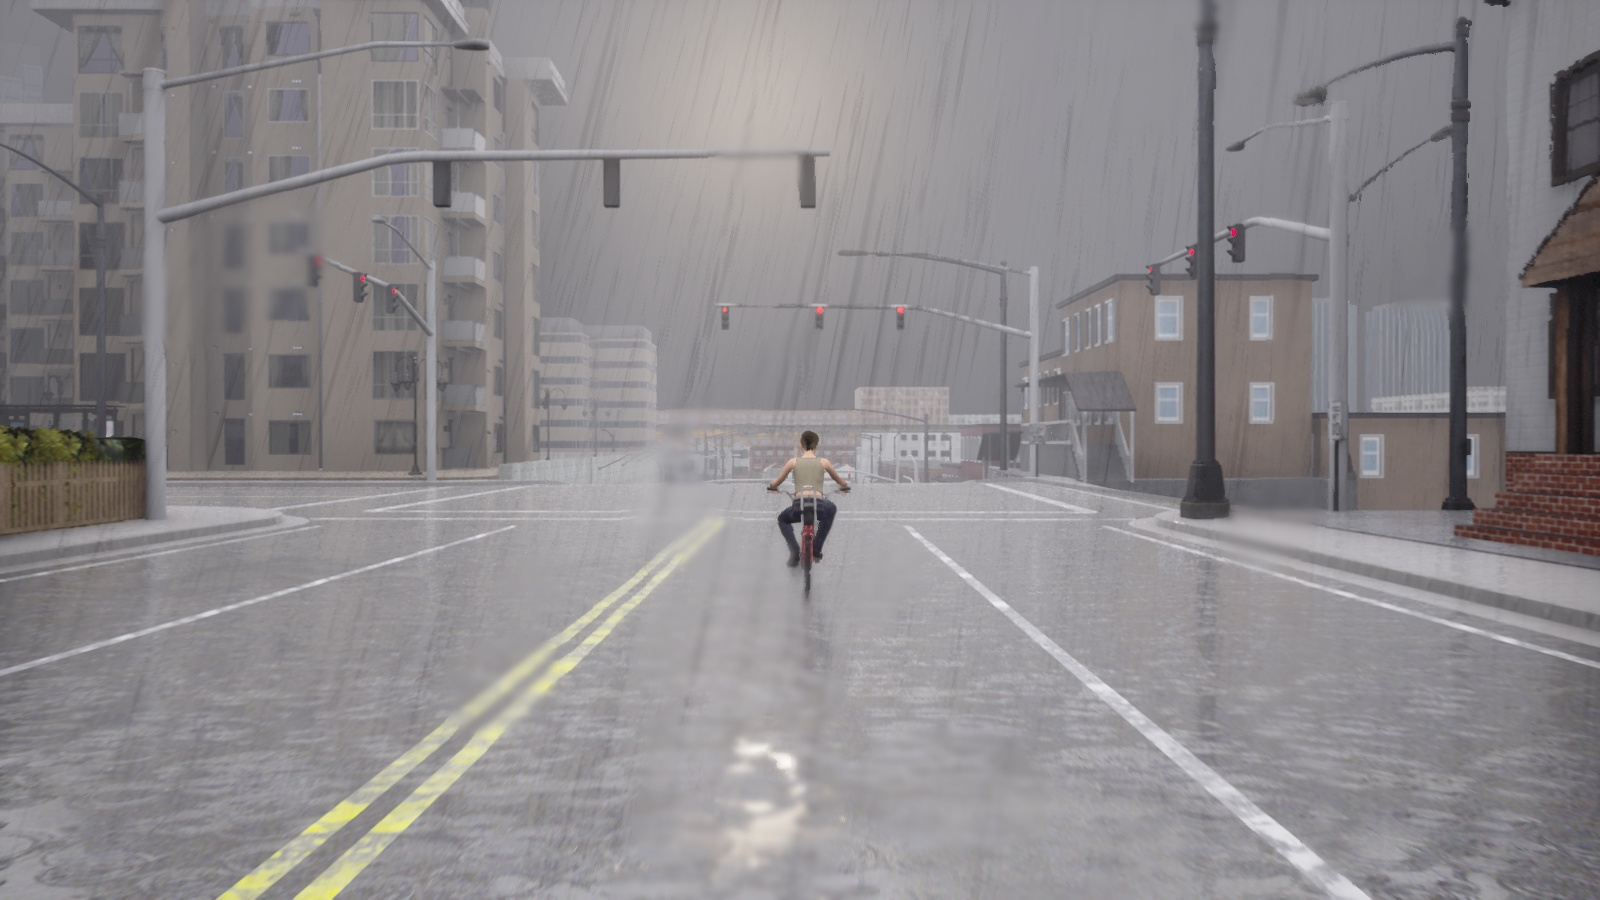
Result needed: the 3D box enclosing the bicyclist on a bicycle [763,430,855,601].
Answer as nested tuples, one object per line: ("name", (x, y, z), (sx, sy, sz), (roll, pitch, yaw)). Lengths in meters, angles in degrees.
("bicyclist on a bicycle", (0.088, 0.612, 12.589), (0.866, 1.612, 1.509), (0, 0, 0))
